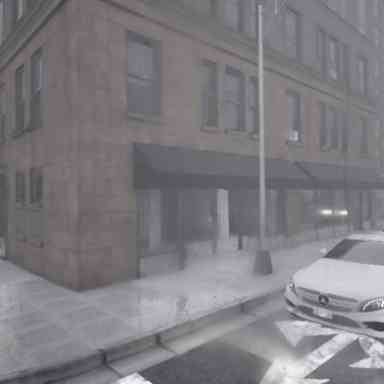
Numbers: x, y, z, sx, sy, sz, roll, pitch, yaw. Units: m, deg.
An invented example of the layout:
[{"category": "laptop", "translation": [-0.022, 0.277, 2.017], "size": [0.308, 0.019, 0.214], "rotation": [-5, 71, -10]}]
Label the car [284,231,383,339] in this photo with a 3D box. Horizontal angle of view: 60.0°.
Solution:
[{"category": "car", "translation": [3.709, 1.549, 6.527], "size": [4.674, 1.442, 1.812], "rotation": [0, -1, -41]}]
